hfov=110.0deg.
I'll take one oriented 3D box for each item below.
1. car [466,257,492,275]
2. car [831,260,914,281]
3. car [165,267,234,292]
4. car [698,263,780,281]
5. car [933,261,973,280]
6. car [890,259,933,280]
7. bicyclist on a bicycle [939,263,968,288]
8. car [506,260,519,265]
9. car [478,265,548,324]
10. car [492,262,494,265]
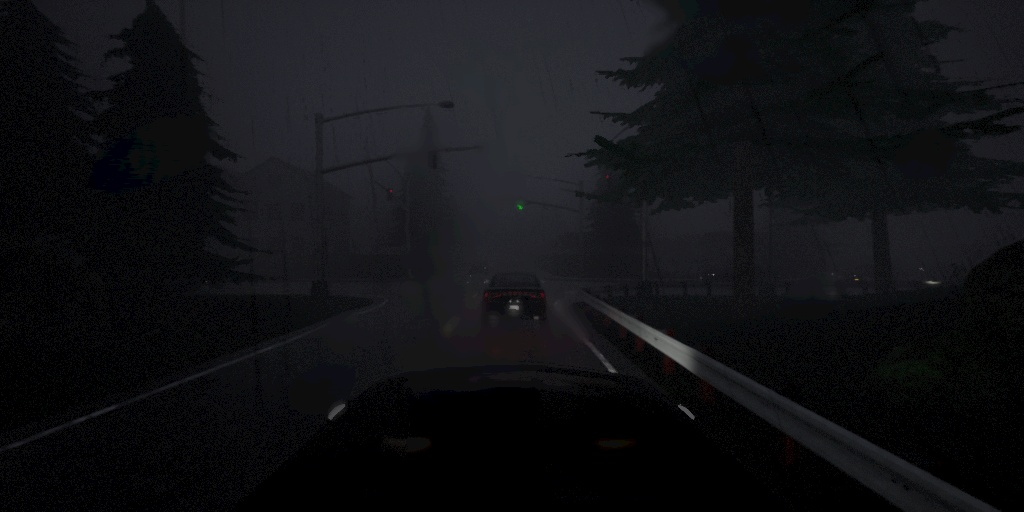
[{"bbox_3d":[-3.556,1.208,39.439,1.882,1.535,5.008,0,0,0],"label":"car"},{"bbox_3d":[24.439,1.229,24.595,4.892,1.490,1.837,0,0,-14],"label":"car"},{"bbox_3d":[-19.261,0.945,20.572,5.566,2.045,2.150,0,0,0],"label":"car"},{"bbox_3d":[15.106,1.215,24.015,4.902,1.511,2.128,0,0,0],"label":"car"},{"bbox_3d":[36.664,1.207,30.610,1.882,1.535,5.008,1,0,18],"label":"car"},{"bbox_3d":[32.402,1.079,30.524,2.097,1.767,4.553,0,0,18],"label":"car"},{"bbox_3d":[21.026,1.177,16.847,0.582,1.620,1.656,-1,-1,1],"label":"bicyclist on a bicycle"},{"bbox_3d":[0.084,1.283,61.224,1.994,1.385,4.181,0,0,-1],"label":"car"},{"bbox_3d":[0.097,1.222,12.002,1.882,1.535,5.008,0,0,0],"label":"car"},{"bbox_3d":[-3.548,1.202,49.761,1.882,1.535,5.008,0,0,0],"label":"car"}]
